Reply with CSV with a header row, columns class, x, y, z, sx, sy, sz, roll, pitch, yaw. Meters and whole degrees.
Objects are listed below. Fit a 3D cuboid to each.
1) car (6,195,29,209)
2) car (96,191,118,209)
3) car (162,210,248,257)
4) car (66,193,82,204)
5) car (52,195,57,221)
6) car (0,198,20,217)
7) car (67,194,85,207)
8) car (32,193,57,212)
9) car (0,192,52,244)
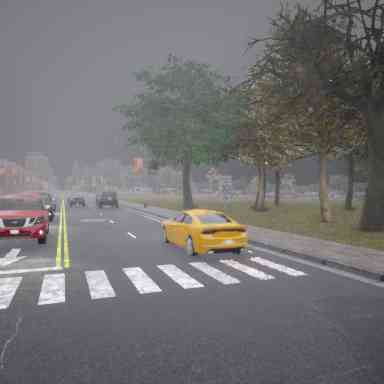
class,x,y,z,sx,sy,sz,roll,pitch,yaw
car,-20.541,1.137,39.270,1.837,1.490,4.892,0,1,-21
car,-10.354,0.886,40.400,2.150,2.045,5.566,0,1,-21
car,0.279,1.443,12.997,1.882,1.535,5.008,0,0,-21
car,-18.953,0.984,53.294,2.128,1.511,4.902,0,1,-21
car,-11.528,1.049,24.957,2.150,2.045,5.566,0,1,-21
car,-16.808,1.301,29.641,2.033,1.411,5.357,0,1,-20
car,-15.117,1.115,43.685,1.837,1.490,4.892,0,1,-21
car,-15.204,1.059,34.541,2.097,1.767,4.553,0,1,-21
car,-7.802,1.152,15.287,2.150,2.045,5.566,0,0,-22
